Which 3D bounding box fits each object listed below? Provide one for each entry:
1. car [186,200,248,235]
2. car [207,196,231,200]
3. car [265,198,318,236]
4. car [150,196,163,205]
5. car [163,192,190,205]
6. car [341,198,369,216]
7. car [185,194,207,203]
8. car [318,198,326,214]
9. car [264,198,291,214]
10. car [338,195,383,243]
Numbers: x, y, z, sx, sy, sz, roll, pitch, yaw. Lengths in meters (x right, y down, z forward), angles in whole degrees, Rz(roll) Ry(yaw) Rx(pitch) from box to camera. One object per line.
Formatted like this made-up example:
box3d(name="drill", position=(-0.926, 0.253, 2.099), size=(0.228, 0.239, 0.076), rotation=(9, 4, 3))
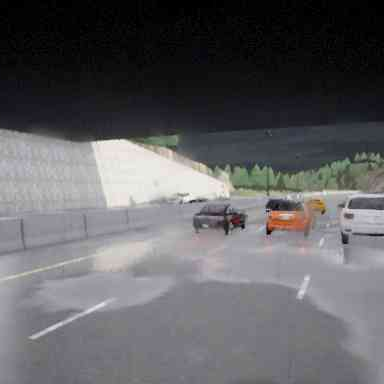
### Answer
box3d(name="car", position=(1.674, 1.409, 18.228), size=(2.128, 1.511, 4.902), rotation=(0, 0, 24))
box3d(name="car", position=(4.505, 1.304, 50.404), size=(2.128, 1.511, 4.902), rotation=(0, 0, 24))
box3d(name="car", position=(5.473, 1.268, 18.141), size=(2.097, 1.767, 4.553), rotation=(0, 0, 24))
box3d(name="car", position=(-5.073, 1.318, 54.706), size=(1.812, 1.442, 4.674), rotation=(0, 0, 24))
box3d(name="car", position=(-1.893, 1.096, 53.244), size=(2.150, 2.045, 5.566), rotation=(0, 0, 24))
box3d(name="car", position=(15.161, 1.341, 31.169), size=(2.128, 1.511, 4.902), rotation=(0, 0, 24))
box3d(name="car", position=(1.312, 1.388, 51.839), size=(2.033, 1.411, 5.357), rotation=(0, 0, 24))
box3d(name="car", position=(12.564, 1.320, 33.928), size=(1.882, 1.535, 5.008), rotation=(0, 0, 24))
box3d(name="car", position=(8.818, 1.346, 34.133), size=(1.837, 1.490, 4.892), rotation=(0, -1, 24))
box3d(name="car", position=(8.019, 1.144, 15.268), size=(2.150, 2.045, 5.566), rotation=(0, 0, 24))
